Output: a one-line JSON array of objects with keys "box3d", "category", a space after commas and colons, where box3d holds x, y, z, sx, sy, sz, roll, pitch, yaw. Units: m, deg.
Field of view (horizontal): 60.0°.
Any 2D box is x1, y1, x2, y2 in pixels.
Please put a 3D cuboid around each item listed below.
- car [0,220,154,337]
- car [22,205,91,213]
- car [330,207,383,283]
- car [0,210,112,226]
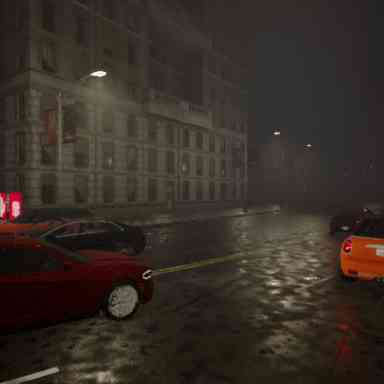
[{"box3d": [-3.035, 1.473, 5.542, 5.008, 1.535, 1.882, 0, 0, -35], "category": "car"}, {"box3d": [-5.712, 1.341, 12.547, 4.553, 1.767, 2.097, 0, 0, -40], "category": "car"}, {"box3d": [5.697, 1.349, 8.752, 4.553, 1.767, 2.097, 0, 0, -45], "category": "car"}, {"box3d": [-3.652, 1.483, 9.702, 4.902, 1.511, 2.128, 0, 0, -39], "category": "car"}]
